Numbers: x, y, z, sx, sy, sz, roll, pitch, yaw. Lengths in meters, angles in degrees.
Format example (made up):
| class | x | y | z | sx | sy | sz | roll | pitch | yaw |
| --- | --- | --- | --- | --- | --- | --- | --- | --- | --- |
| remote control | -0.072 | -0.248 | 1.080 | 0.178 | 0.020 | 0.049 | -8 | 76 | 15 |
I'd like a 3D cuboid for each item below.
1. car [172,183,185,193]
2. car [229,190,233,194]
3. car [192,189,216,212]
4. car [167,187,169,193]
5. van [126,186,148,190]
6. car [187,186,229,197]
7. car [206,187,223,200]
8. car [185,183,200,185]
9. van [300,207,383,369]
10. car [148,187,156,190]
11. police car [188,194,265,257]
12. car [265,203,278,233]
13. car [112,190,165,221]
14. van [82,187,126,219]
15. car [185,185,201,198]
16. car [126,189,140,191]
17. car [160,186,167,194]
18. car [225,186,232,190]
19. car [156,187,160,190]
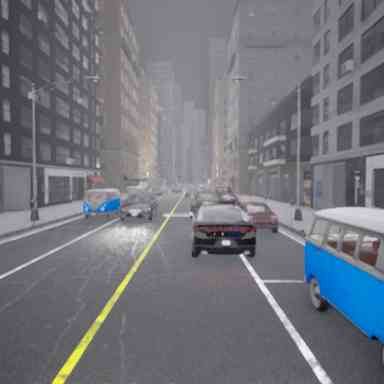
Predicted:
| class | x | y | z | sx | sy | sz | roll | pitch | yaw |
| --- | --- | --- | --- | --- | --- | --- | --- | --- | --- |
| car | -2.928 | -0.646 | 65.951 | 2.097 | 1.767 | 4.553 | 0 | 2 | 0 |
| car | 2.886 | 0.761 | 26.655 | 1.802 | 1.307 | 4.206 | 0 | 2 | 0 |
| car | 0.930 | 0.609 | 27.516 | 1.801 | 1.575 | 5.366 | 0 | 2 | 0 |
| car | -5.605 | -0.238 | 59.658 | 1.802 | 1.307 | 4.206 | 0 | 2 | 0 |
| van | -5.634 | 0.353 | 32.156 | 1.690 | 1.788 | 3.998 | 0 | 2 | 0 |
| car | 0.924 | 0.694 | 21.296 | 2.097 | 1.767 | 4.553 | 0 | 2 | 0 |
| car | 2.903 | 0.118 | 43.148 | 1.967 | 1.590 | 4.097 | 0 | 2 | 0 |
| car | 0.067 | -0.376 | 61.657 | 1.837 | 1.490 | 4.892 | 0 | 2 | 0 |
| van | 2.861 | 1.193 | 4.653 | 1.690 | 1.788 | 3.998 | 0 | 2 | 0 |
| car | -5.628 | 0.411 | 37.662 | 1.947 | 1.339 | 4.313 | 0 | 2 | 0 |
| police car | 0.913 | 1.070 | 11.443 | 1.930 | 1.638 | 5.238 | 0 | 2 | 0 |
| car | 2.874 | 1.097 | 15.658 | 1.802 | 1.307 | 4.206 | 0 | 2 | 0 |
| car | -3.076 | 0.866 | 20.281 | 2.128 | 1.511 | 4.902 | 0 | 2 | 0 |
| van | -5.646 | 0.689 | 21.160 | 1.690 | 1.788 | 3.998 | 0 | 2 | 0 |
| car | 0.065 | 0.097 | 47.935 | 1.994 | 1.385 | 4.181 | 0 | 2 | 0 |
| car | -5.640 | 0.731 | 26.664 | 2.008 | 1.369 | 4.403 | 0 | 2 | 0 |
| car | -5.610 | -0.088 | 54.158 | 1.947 | 1.339 | 4.313 | 0 | 2 | 0 |
| car | 2.891 | 0.327 | 32.146 | 2.192 | 1.841 | 5.009 | 0 | 2 | 0 |
| car | -5.622 | 0.260 | 43.162 | 1.802 | 1.307 | 4.206 | 0 | 2 | 0 |
